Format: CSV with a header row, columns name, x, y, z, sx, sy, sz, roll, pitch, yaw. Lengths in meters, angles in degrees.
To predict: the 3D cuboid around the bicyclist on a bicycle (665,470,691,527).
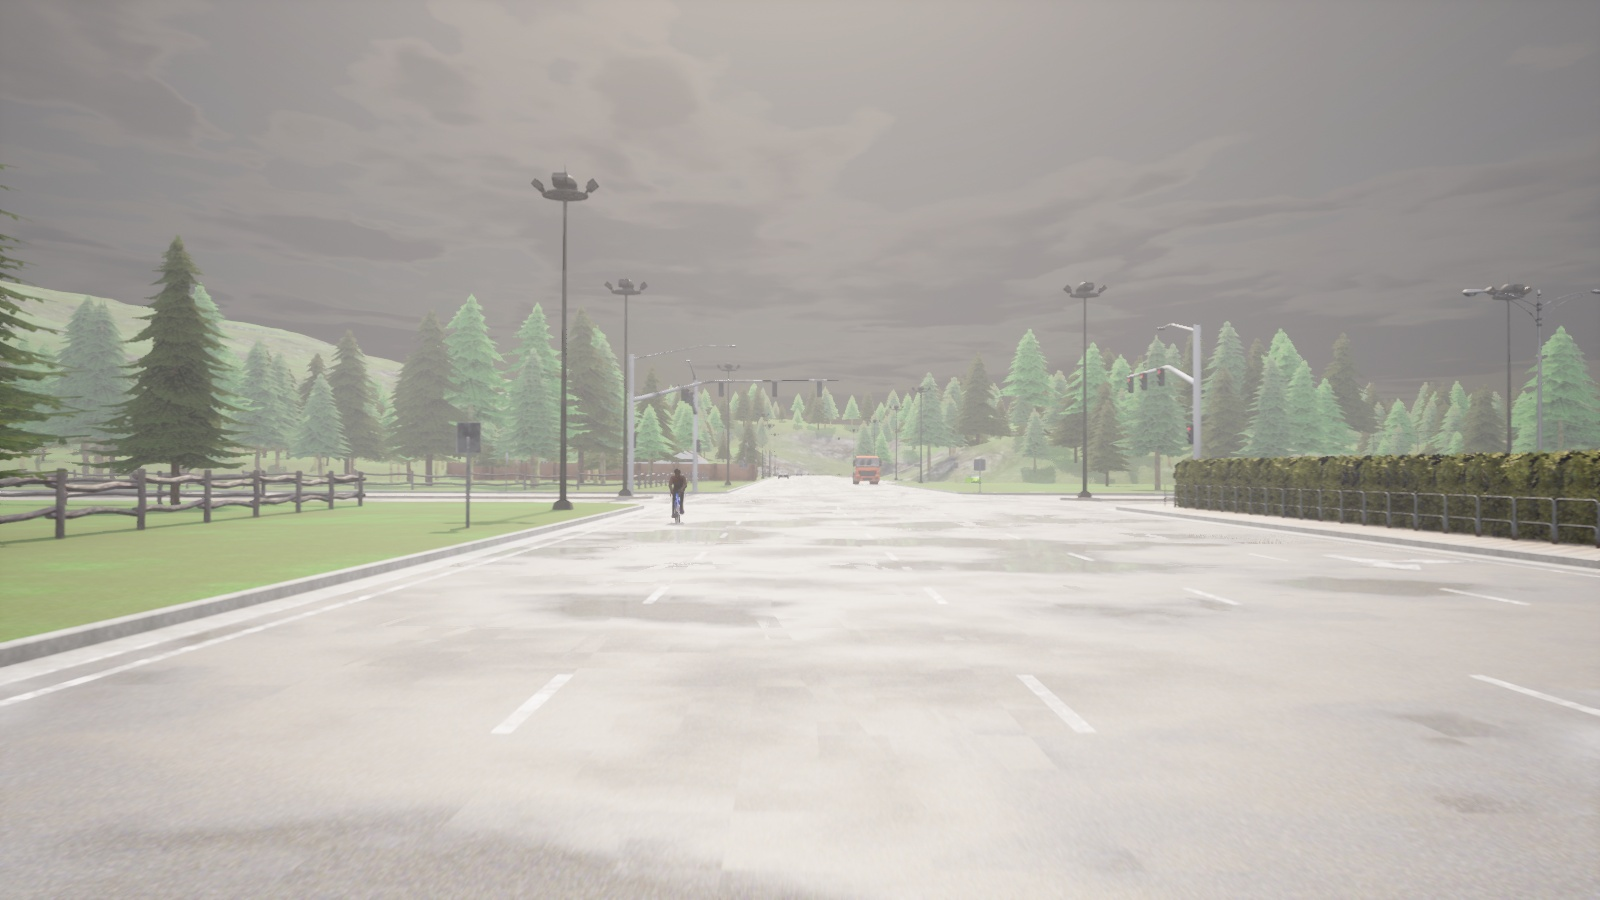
name,x,y,z,sx,sy,sz,roll,pitch,yaw
bicyclist on a bicycle,-3.586,1.401,36.967,0.582,1.620,1.656,0,-1,0
